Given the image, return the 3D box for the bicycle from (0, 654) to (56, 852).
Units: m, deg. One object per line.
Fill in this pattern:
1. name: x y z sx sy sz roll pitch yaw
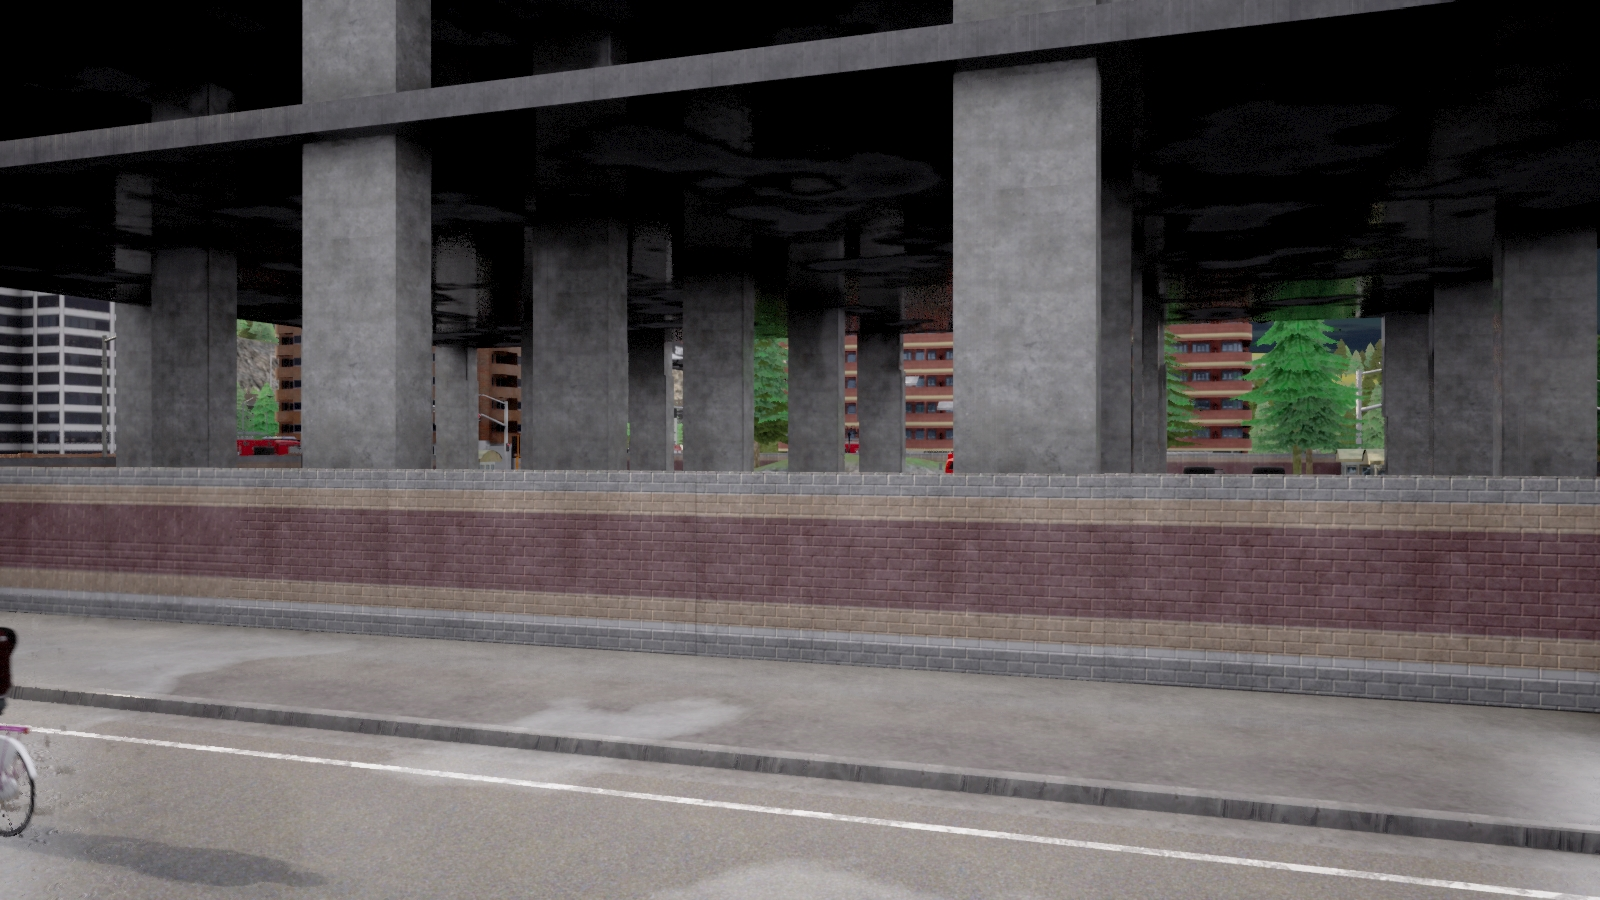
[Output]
1. bicycle: -6.276 2.160 8.489 1.835 1.271 0.329 0 1 25
